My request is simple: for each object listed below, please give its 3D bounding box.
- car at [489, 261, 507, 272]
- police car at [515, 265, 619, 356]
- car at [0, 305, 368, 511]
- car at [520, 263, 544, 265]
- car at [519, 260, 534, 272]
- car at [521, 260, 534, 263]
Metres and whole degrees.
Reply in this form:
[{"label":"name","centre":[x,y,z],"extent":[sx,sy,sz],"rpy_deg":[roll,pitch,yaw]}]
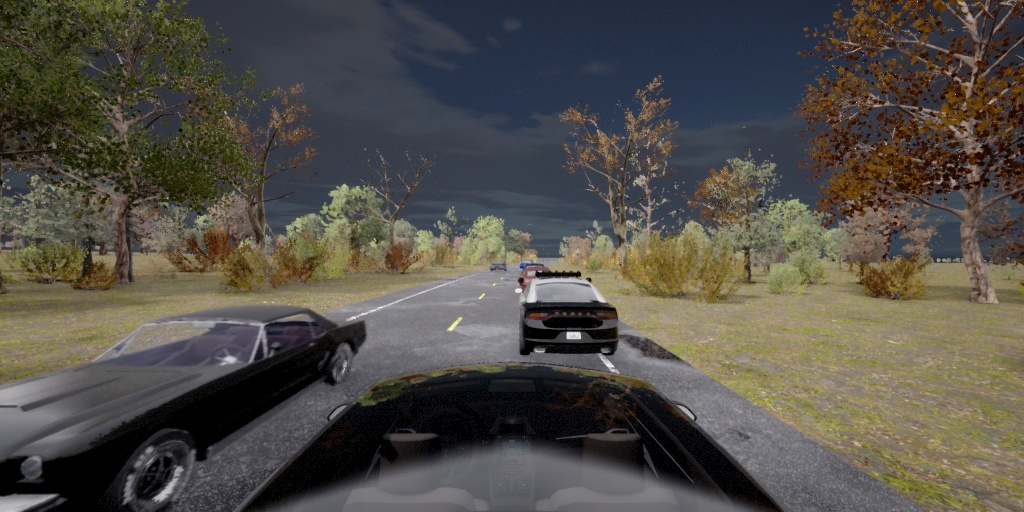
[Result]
[{"label":"car","centre":[-1.770,1.387,47.588],"extent":[1.994,1.385,4.181],"rpy_deg":[0,0,4]},{"label":"police car","centre":[1.107,1.177,8.802],"extent":[1.930,1.638,5.238],"rpy_deg":[0,0,1]},{"label":"car","centre":[-3.570,1.351,4.290],"extent":[1.895,1.301,4.718],"rpy_deg":[0,0,0]},{"label":"car","centre":[1.324,1.281,18.645],"extent":[1.812,1.442,4.674],"rpy_deg":[0,0,2]},{"label":"car","centre":[2.106,1.313,50.363],"extent":[1.882,1.535,5.008],"rpy_deg":[0,0,5]},{"label":"car","centre":[1.531,1.266,24.615],"extent":[1.837,1.490,4.892],"rpy_deg":[0,0,2]}]
